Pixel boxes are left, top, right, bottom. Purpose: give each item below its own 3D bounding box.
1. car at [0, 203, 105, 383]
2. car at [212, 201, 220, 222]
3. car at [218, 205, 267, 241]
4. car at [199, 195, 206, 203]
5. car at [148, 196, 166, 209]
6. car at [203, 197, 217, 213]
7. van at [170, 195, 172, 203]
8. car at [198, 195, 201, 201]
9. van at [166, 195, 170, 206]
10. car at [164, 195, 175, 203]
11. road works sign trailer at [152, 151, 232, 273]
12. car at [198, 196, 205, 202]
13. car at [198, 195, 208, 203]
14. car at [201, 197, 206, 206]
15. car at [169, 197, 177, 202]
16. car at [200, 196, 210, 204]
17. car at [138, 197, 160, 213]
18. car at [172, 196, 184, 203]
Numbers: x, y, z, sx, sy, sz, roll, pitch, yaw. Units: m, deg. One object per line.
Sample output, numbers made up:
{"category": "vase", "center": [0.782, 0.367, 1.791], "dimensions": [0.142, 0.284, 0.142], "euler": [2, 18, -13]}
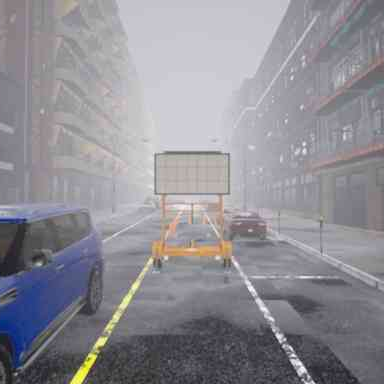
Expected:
{"category": "car", "center": [-2.842, 1.232, 4.648], "dimensions": [2.150, 2.045, 5.566], "euler": [0, 0, 0]}
{"category": "car", "center": [2.624, 1.591, 22.738], "dimensions": [1.752, 1.417, 4.829], "euler": [1, 0, 0]}
{"category": "car", "center": [2.614, 1.591, 17.036], "dimensions": [1.887, 1.381, 4.507], "euler": [1, 0, 0]}
{"category": "car", "center": [2.692, 1.782, 61.282], "dimensions": [1.887, 1.381, 4.507], "euler": [1, 0, 0]}
{"category": "car", "center": [-5.212, 1.471, 44.768], "dimensions": [2.192, 1.841, 5.009], "euler": [2, 0, 0]}
{"category": "car", "center": [2.652, 1.676, 39.158], "dimensions": [1.887, 1.381, 4.507], "euler": [1, 0, 0]}
{"category": "van", "center": [-5.184, 1.579, 61.358], "dimensions": [1.690, 1.788, 3.998], "euler": [1, 0, 0]}
{"category": "car", "center": [2.701, 1.813, 66.812], "dimensions": [1.887, 1.381, 4.507], "euler": [1, 0, 0]}
{"category": "van", "center": [-5.193, 1.549, 55.826], "dimensions": [1.690, 1.788, 3.998], "euler": [2, 0, 0]}
{"category": "car", "center": [-5.154, 1.651, 77.949], "dimensions": [2.192, 1.841, 5.009], "euler": [1, 0, 0]}
{"category": "road works sign trailer", "center": [0.008, 0.492, 10.724], "dimensions": [2.380, 3.560, 2.880], "euler": [0, 0, 0]}
{"category": "car", "center": [2.718, 1.886, 94.468], "dimensions": [1.967, 1.590, 4.097], "euler": [1, 0, 0]}
{"category": "car", "center": [2.702, 1.685, 83.406], "dimensions": [2.192, 1.841, 5.009], "euler": [1, 0, 0]}
{"category": "car", "center": [2.662, 1.706, 44.690], "dimensions": [2.008, 1.369, 4.403], "euler": [1, 0, 0]}
{"category": "car", "center": [-5.141, 1.973, 89.010], "dimensions": [1.947, 1.339, 4.313], "euler": [1, 0, 0]}
{"category": "car", "center": [2.721, 1.741, 72.344], "dimensions": [1.967, 1.590, 4.097], "euler": [1, 0, 0]}
{"category": "car", "center": [-5.227, 1.656, 39.065], "dimensions": [1.752, 1.417, 4.829], "euler": [2, 0, 0]}
{"category": "car", "center": [-2.630, 1.840, 68.126], "dimensions": [1.994, 1.385, 4.181], "euler": [0, 0, 0]}
